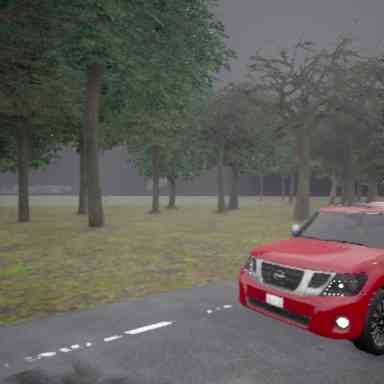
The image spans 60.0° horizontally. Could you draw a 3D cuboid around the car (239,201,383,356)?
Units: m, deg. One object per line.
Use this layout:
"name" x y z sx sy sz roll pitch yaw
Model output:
"car" 3.451 1.233 6.453 5.566 2.045 2.150 0 0 -36
